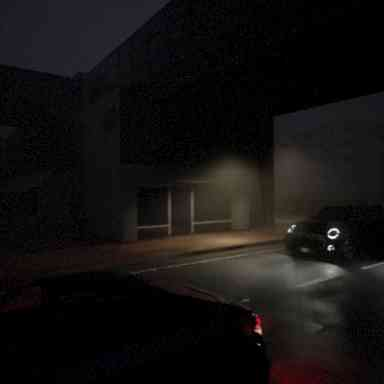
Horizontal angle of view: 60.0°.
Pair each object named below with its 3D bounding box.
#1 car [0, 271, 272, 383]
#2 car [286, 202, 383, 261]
[{"bbox_3d":[-1.216,1.558,3.116,4.181,1.385,1.994,-1,0,-35],"label":"car"},{"bbox_3d":[5.505,1.278,12.124,4.553,1.767,2.097,-1,0,-35],"label":"car"}]
